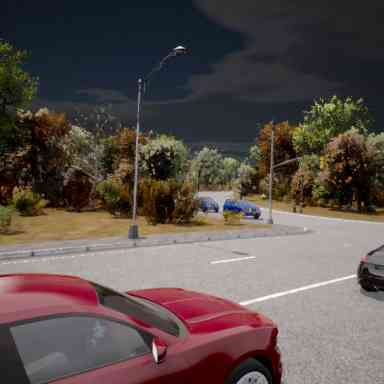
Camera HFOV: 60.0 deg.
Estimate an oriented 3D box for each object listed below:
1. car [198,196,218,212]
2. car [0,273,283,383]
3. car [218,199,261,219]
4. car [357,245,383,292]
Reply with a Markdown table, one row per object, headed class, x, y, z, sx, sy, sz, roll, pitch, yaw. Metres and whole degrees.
| class | x | y | z | sx | sy | sz | roll | pitch | yaw |
| --- | --- | --- | --- | --- | --- | --- | --- | --- | --- |
| car | 1.939 | 1.697 | 46.767 | 2.150 | 2.045 | 5.566 | 3 | 1 | -18 |
| car | -1.334 | 1.479 | 2.794 | 5.008 | 1.535 | 1.882 | 0 | 0 | -36 |
| car | 5.445 | 1.850 | 37.170 | 2.150 | 2.045 | 5.566 | 3 | -1 | -22 |
| car | 5.814 | 1.666 | 7.949 | 4.181 | 1.385 | 1.994 | 1 | -1 | -35 |
